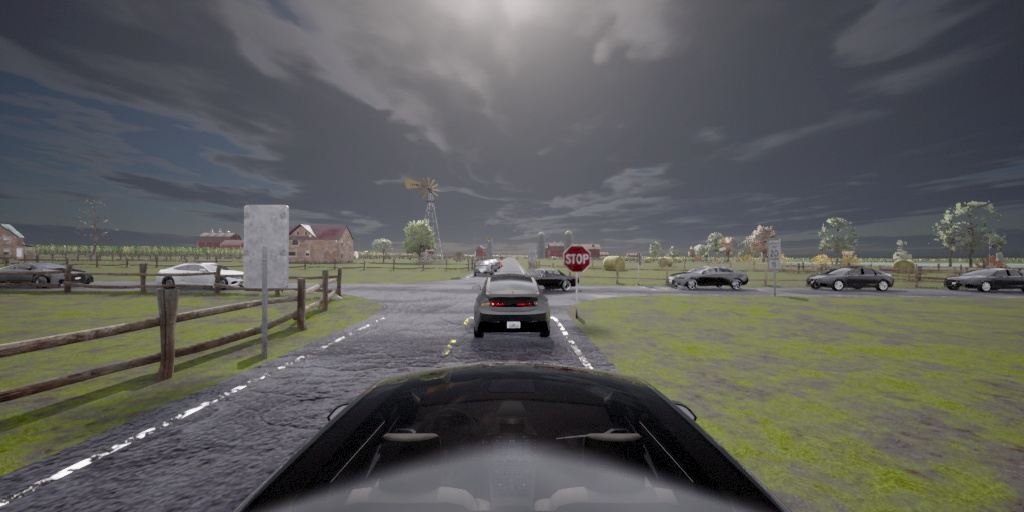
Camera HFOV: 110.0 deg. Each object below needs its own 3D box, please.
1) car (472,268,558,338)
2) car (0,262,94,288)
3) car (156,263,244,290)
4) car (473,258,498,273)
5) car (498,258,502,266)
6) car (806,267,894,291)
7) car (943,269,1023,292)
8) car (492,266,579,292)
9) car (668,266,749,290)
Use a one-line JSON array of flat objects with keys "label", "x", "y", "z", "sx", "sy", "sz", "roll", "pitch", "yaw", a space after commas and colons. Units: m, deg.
[{"label": "car", "x": -0.070, "y": 1.256, "z": 10.239, "sx": 1.837, "sy": 1.490, "sz": 4.892, "roll": 0, "pitch": 0, "yaw": -3}, {"label": "car", "x": -26.356, "y": 1.047, "z": 20.086, "sx": 4.181, "sy": 1.385, "sz": 1.994, "roll": 1, "pitch": -1, "yaw": -1}, {"label": "car", "x": -17.236, "y": 1.102, "z": 20.203, "sx": 4.674, "sy": 1.442, "sz": 1.812, "roll": 1, "pitch": -1, "yaw": -1}, {"label": "car", "x": -2.843, "y": 1.241, "z": 36.927, "sx": 2.128, "sy": 1.511, "sz": 4.902, "roll": 0, "pitch": 0, "yaw": 0}, {"label": "car", "x": -2.832, "y": 1.239, "z": 46.373, "sx": 2.128, "sy": 1.511, "sz": 4.902, "roll": 0, "pitch": 0, "yaw": 0}, {"label": "car", "x": 22.209, "y": 1.498, "z": 23.674, "sx": 4.892, "sy": 1.490, "sz": 1.837, "roll": 1, "pitch": -1, "yaw": -1}, {"label": "car", "x": 31.712, "y": 1.586, "z": 23.791, "sx": 4.892, "sy": 1.490, "sz": 1.837, "roll": 1, "pitch": -1, "yaw": -1}, {"label": "car", "x": 1.507, "y": 1.368, "z": 20.284, "sx": 4.718, "sy": 1.301, "sz": 1.895, "roll": 1, "pitch": 0, "yaw": -35}, {"label": "car", "x": 12.808, "y": 1.396, "z": 23.508, "sx": 4.902, "sy": 1.511, "sz": 2.128, "roll": 1, "pitch": -1, "yaw": -2}]
